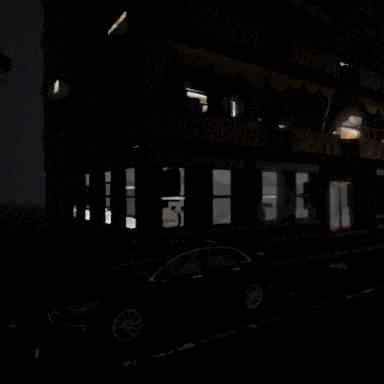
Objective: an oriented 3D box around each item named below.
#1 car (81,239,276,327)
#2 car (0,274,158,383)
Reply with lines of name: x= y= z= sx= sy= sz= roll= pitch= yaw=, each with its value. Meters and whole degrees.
car: x=-0.310 y=1.617 z=6.276 sx=4.403 sy=1.369 sz=2.008 roll=1 pitch=-1 yaw=-35
car: x=-2.935 y=1.545 z=1.291 sx=5.357 sy=1.411 sz=2.033 roll=1 pitch=-1 yaw=-35
